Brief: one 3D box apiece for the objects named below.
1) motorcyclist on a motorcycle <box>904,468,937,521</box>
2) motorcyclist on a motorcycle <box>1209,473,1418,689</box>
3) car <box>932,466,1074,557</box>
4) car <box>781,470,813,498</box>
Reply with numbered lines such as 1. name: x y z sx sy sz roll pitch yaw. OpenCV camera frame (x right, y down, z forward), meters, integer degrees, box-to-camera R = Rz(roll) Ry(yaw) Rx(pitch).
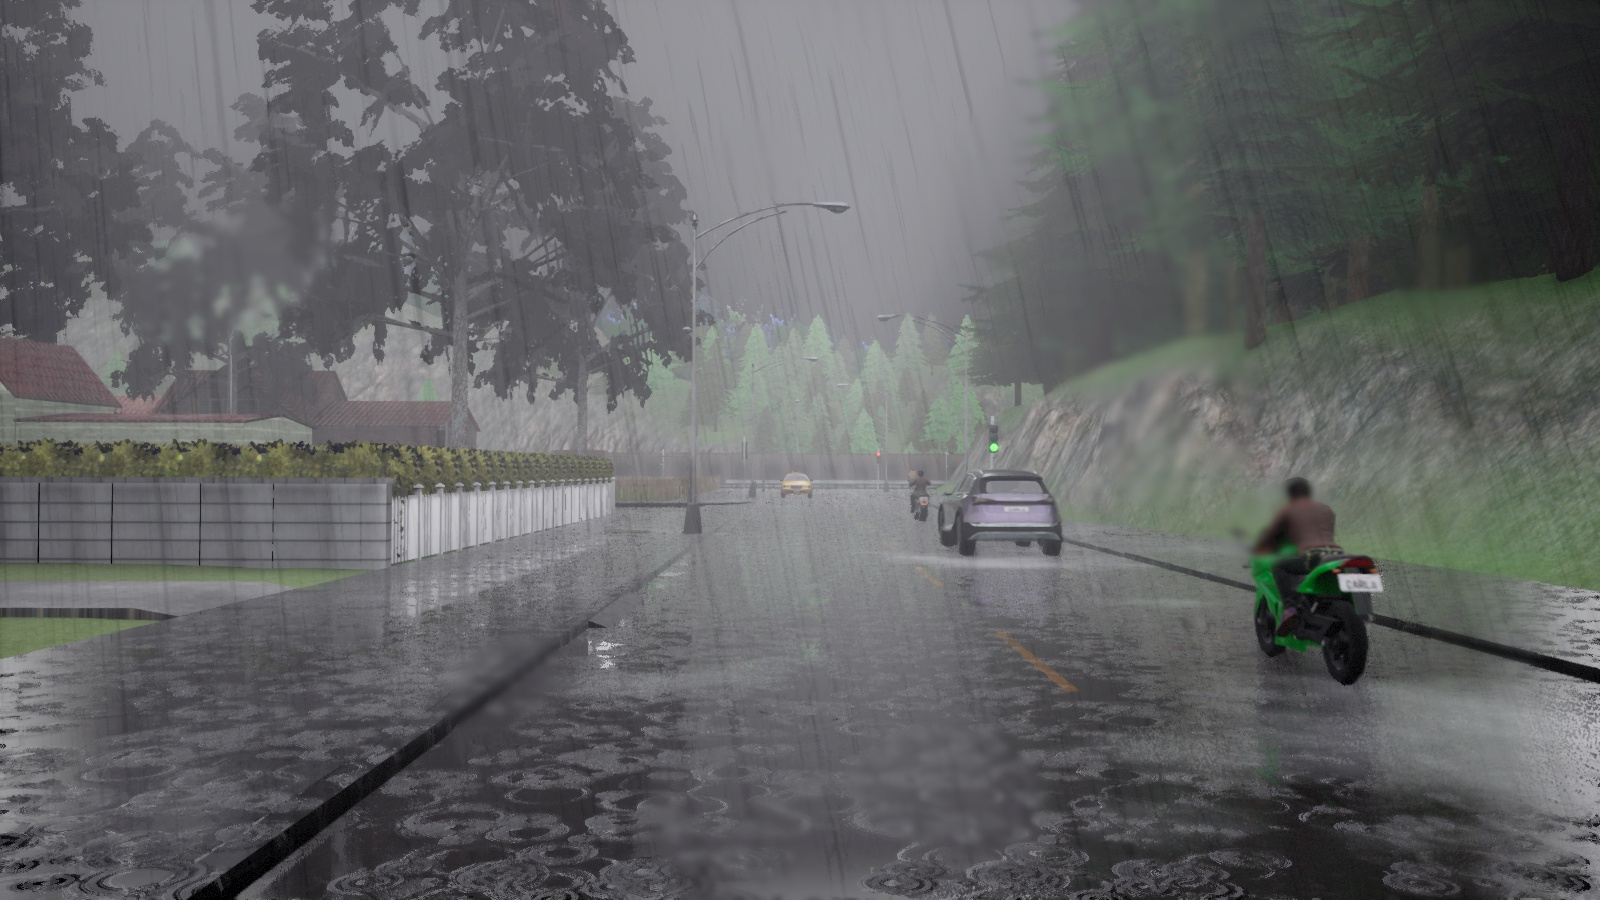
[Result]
1. motorcyclist on a motorcycle: 3.866 1.427 40.437 0.766 1.649 2.350 0 -1 -1
2. motorcyclist on a motorcycle: 3.975 0.947 9.936 0.797 1.523 2.044 0 -1 0
3. car: 3.937 1.150 25.156 2.033 1.649 4.856 0 -1 0
4. car: -0.184 1.989 73.693 1.801 1.575 5.366 0 -1 0
